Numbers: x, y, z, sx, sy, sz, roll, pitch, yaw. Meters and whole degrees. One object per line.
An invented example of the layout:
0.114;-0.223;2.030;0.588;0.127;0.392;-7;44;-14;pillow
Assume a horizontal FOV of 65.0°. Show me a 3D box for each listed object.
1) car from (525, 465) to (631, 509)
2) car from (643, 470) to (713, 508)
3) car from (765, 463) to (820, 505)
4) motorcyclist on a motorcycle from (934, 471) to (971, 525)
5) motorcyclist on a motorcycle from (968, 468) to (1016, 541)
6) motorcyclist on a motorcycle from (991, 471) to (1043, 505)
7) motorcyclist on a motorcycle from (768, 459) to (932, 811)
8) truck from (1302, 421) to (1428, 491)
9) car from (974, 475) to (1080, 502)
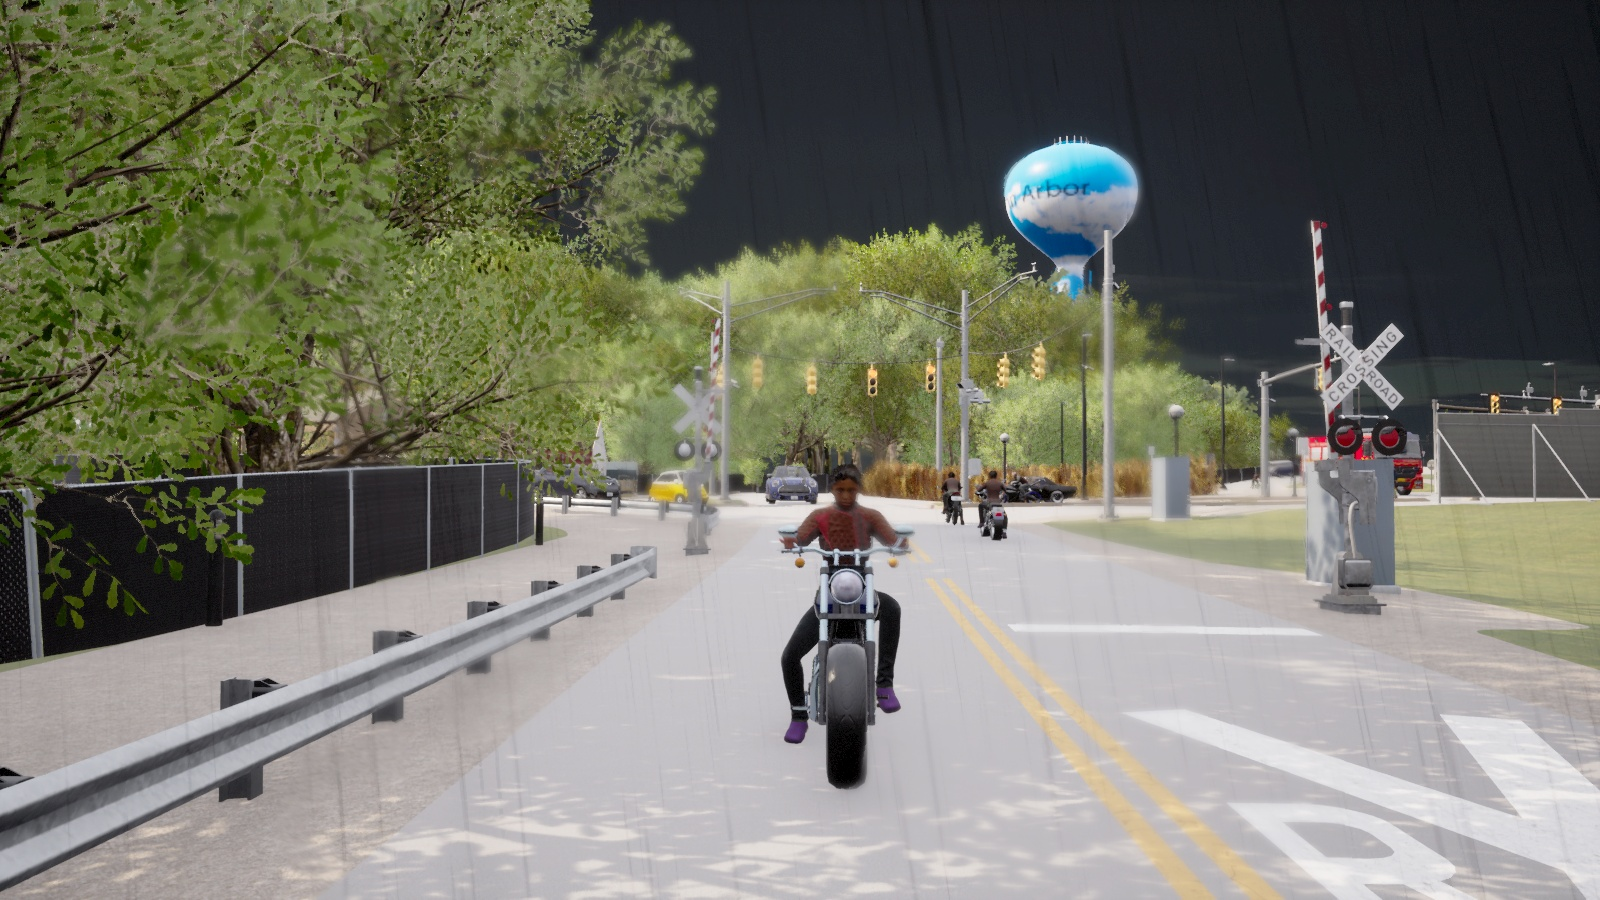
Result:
-7.951;1.329;44.831;3.633;1.501;1.845;-1;-3;41;car
-4.656;1.502;47.848;2.207;1.376;1.481;-2;-3;34;car
-0.373;1.471;55.251;2.097;1.767;4.553;0;-1;-4;car
4.419;1.370;36.557;0.797;1.523;2.044;1;-1;-1;motorcyclist on a motorcycle
4.470;1.243;29.341;0.766;1.649;2.350;1;-1;0;motorcyclist on a motorcycle
9.856;1.730;57.019;2.191;1.530;0.866;0;-1;-4;motorcyclist on a motorcycle
0.269;0.884;7.085;0.766;1.649;2.350;0;-1;2;motorcyclist on a motorcycle
32.603;0.409;72.907;2.891;3.827;8.468;0;-1;-5;truck
10.906;1.855;60.602;4.718;1.301;1.895;0;-1;-4;car
